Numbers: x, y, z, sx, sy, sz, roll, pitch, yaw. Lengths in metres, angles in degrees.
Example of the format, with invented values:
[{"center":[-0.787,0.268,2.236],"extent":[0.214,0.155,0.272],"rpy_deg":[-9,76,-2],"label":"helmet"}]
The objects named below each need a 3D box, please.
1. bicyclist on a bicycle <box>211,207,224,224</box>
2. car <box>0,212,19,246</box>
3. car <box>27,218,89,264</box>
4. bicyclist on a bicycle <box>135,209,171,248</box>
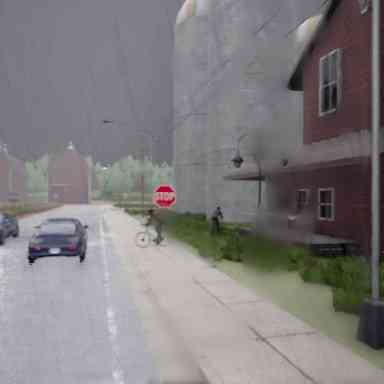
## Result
[{"center":[1.396,1.643,18.447],"extent":[0.582,1.620,1.656],"rpy_deg":[0,-1,26],"label":"bicyclist on a bicycle"},{"center":[-9.845,1.726,16.343],"extent":[1.812,1.442,4.674],"rpy_deg":[1,-1,-16],"label":"car"},{"center":[-4.972,1.707,12.640],"extent":[1.812,1.442,4.674],"rpy_deg":[1,-1,-17],"label":"car"},{"center":[-1.621,1.546,14.128],"extent":[1.656,1.620,0.582],"rpy_deg":[1,-1,-30],"label":"bicyclist on a bicycle"}]
